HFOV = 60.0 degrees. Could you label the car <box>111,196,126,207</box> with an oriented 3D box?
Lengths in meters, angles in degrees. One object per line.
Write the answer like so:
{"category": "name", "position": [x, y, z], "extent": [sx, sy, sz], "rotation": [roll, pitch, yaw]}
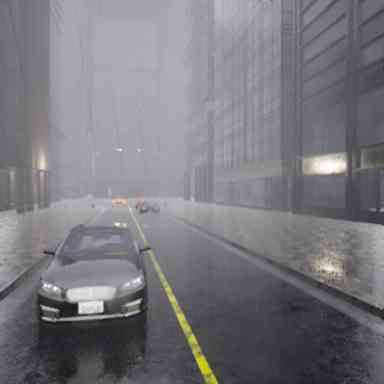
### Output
{"category": "car", "position": [-11.034, 1.335, 50.159], "extent": [2.097, 1.767, 4.553], "rotation": [0, 0, -12]}

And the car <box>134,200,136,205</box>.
{"category": "car", "position": [-6.542, 1.512, 43.772], "extent": [1.812, 1.442, 4.674], "rotation": [0, 0, -12]}

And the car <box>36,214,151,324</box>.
{"category": "car", "position": [-2.043, 1.488, 7.453], "extent": [2.128, 1.511, 4.902], "rotation": [0, 0, -12]}

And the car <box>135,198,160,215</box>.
{"category": "car", "position": [-4.431, 1.590, 33.787], "extent": [1.895, 1.301, 4.718], "rotation": [0, 0, -12]}
